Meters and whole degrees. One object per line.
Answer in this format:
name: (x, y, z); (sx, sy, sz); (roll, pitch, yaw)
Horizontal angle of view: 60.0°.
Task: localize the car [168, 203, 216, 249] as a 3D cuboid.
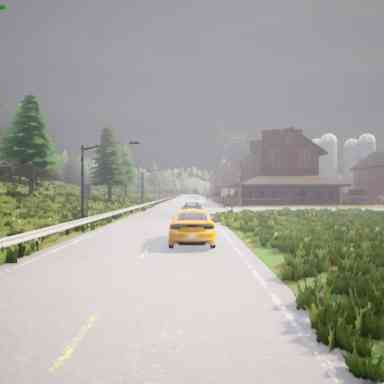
car: (0.000, 1.482, 14.650); (1.882, 1.535, 5.008); (0, 0, 0)
